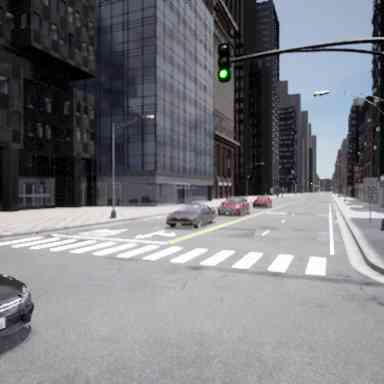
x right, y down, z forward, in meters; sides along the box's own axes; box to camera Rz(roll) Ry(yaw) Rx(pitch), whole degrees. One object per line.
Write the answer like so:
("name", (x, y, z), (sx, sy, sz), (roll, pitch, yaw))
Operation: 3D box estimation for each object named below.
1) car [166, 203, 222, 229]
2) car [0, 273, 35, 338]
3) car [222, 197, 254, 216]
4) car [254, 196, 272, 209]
("car", (0.137, 1.469, 21.698), (2.033, 1.411, 5.357), (0, 0, 20))
("car", (-4.727, 1.514, 5.333), (4.674, 1.442, 1.812), (0, 0, 24))
("car", (3.911, 1.242, 30.734), (2.097, 1.767, 4.553), (0, 0, 23))
("car", (9.321, 1.319, 43.778), (1.882, 1.535, 5.008), (0, 0, 23))
